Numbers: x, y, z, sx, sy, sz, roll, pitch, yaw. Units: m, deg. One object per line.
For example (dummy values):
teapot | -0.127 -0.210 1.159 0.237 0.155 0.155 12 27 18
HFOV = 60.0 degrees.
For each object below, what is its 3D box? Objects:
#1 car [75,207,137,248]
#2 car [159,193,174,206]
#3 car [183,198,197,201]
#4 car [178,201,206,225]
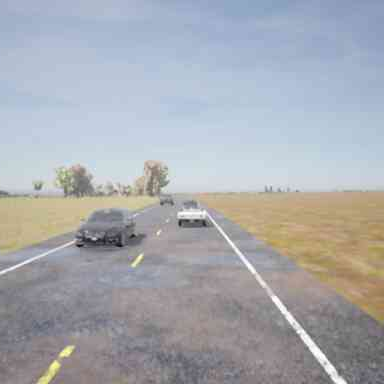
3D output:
car | -3.651 1.490 14.800 1.837 1.490 4.892 0 0 0
car | -4.116 1.199 54.980 2.150 2.045 5.566 0 0 -1
car | -0.257 1.469 43.057 2.128 1.511 4.902 0 0 -1
car | -0.016 1.580 23.604 1.895 1.301 4.718 0 0 0
